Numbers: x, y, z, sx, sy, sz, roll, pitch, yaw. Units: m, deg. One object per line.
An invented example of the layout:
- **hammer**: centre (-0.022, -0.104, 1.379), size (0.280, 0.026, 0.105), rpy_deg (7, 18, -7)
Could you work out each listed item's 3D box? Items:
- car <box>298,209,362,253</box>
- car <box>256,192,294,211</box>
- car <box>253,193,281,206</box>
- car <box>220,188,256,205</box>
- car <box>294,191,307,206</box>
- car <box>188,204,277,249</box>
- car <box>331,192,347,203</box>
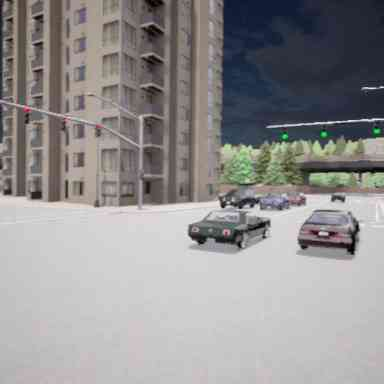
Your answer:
- **car**: centre (5.488, 1.377, 13.008), size (2.033, 1.411, 5.357), rpy_deg (1, 1, 29)
- **car**: centre (8.321, 0.848, 33.075), size (2.097, 1.767, 4.553), rpy_deg (1, 1, 29)
- **car**: centre (9.752, 0.882, 42.862), size (2.033, 1.411, 5.357), rpy_deg (1, 1, 29)
- **car**: centre (4.783, 0.649, 33.906), size (2.150, 2.045, 5.566), rpy_deg (1, 1, 29)
- **car**: centre (12.637, 0.767, 40.846), size (2.097, 1.767, 4.553), rpy_deg (1, 1, 29)
- **car**: centre (1.746, 1.366, 13.465), size (1.895, 1.301, 4.718), rpy_deg (1, 1, 29)
- **car**: centre (23.233, 0.855, 52.712), size (1.837, 1.490, 4.892), rpy_deg (1, 1, 29)
